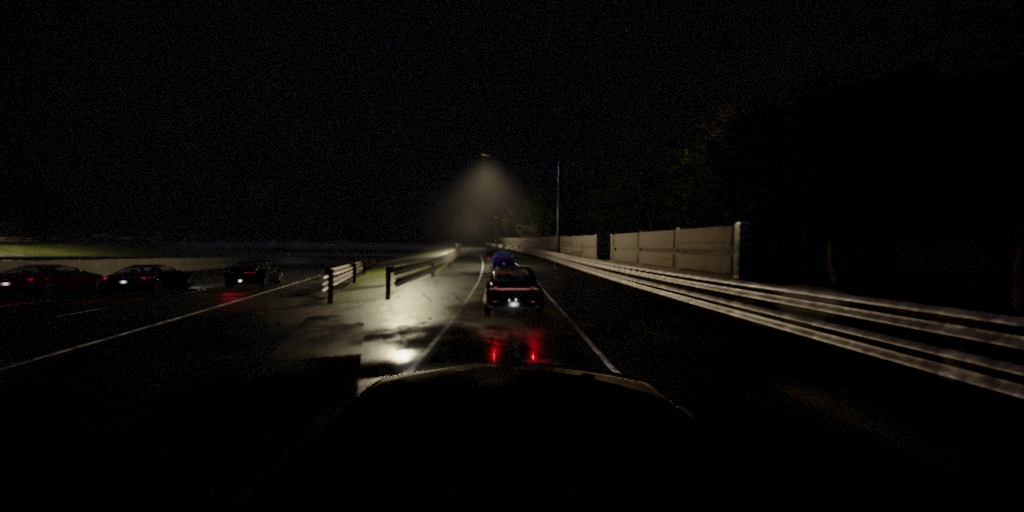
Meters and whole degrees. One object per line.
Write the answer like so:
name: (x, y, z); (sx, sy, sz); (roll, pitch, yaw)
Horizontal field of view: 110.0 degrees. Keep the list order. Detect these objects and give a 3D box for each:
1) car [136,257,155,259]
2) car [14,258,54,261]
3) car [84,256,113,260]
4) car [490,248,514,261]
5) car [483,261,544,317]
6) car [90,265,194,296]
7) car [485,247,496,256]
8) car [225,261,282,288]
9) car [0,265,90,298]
car: (-40.077, 0.831, 39.171); (1.812, 1.442, 4.674); (0, 0, -19)
car: (-40.853, 0.850, 30.581); (2.033, 1.411, 5.357); (0, 0, -19)
car: (-48.414, 0.772, 41.991); (1.812, 1.442, 4.674); (1, 0, -19)
car: (-0.829, 0.370, 32.401); (1.882, 1.535, 5.008); (0, 3, -4)
car: (0.011, 1.109, 12.597); (2.128, 1.511, 4.902); (0, 1, -1)
car: (-17.762, 1.112, 17.700); (1.994, 1.385, 4.181); (0, 0, -19)
car: (-3.205, -0.757, 56.452); (1.812, 1.442, 4.674); (0, 3, -7)
car: (-15.550, 1.068, 21.761); (1.837, 1.490, 4.892); (1, 0, -19)
car: (-20.987, 1.084, 16.310); (1.994, 1.385, 4.181); (0, 0, -19)
